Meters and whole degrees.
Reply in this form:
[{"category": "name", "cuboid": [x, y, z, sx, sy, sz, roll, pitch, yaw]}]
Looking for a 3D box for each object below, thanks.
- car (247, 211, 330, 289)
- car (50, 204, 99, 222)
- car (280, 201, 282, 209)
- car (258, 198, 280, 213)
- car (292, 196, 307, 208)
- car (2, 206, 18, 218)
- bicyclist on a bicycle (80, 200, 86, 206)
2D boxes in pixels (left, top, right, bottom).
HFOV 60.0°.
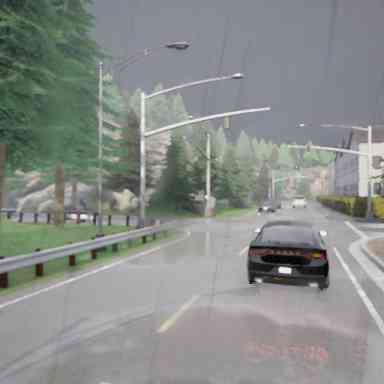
[{"category": "car", "cuboid": [2.796, 1.552, 9.562, 1.882, 1.535, 5.008, 0, 0, 18]}, {"category": "car", "cuboid": [-9.622, 1.736, 27.628, 4.181, 1.385, 1.994, 0, 0, 18]}, {"category": "car", "cuboid": [12.506, 1.734, 50.789, 2.097, 1.767, 4.553, 0, 0, 18]}, {"category": "car", "cuboid": [9.426, 1.801, 41.493, 2.128, 1.511, 4.902, 0, 0, 18]}, {"category": "car", "cuboid": [18.454, 1.663, 57.050, 2.150, 2.045, 5.566, 0, 0, 18]}, {"category": "car", "cuboid": [-18.669, 1.711, 30.603, 5.357, 1.411, 2.033, 0, 0, 18]}, {"category": "bicyclist on a bicycle", "cuboid": [-11.729, 1.621, 35.720, 0.582, 1.620, 1.656, -2, 5, 18]}]
